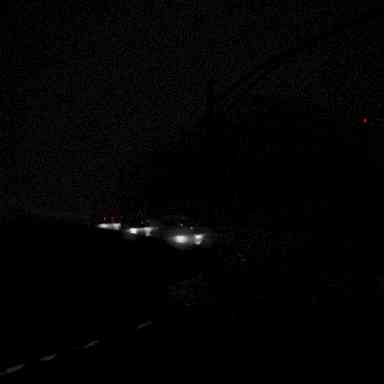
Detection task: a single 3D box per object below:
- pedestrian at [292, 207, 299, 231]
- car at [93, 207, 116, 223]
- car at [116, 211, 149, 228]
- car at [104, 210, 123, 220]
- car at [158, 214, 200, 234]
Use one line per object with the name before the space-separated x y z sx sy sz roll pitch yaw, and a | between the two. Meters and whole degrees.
pedestrian | 7.932 2.095 25.590 0.375 1.860 0.375 -2 0 -29
car | -11.367 3.059 44.363 2.150 2.045 5.566 1 -3 -29
car | -6.113 2.896 35.017 1.837 1.490 4.892 1 -3 -29
car | -12.863 3.780 54.511 1.812 1.442 4.674 1 -3 -29
car | -1.161 2.480 26.239 1.812 1.442 4.674 1 -3 -29
